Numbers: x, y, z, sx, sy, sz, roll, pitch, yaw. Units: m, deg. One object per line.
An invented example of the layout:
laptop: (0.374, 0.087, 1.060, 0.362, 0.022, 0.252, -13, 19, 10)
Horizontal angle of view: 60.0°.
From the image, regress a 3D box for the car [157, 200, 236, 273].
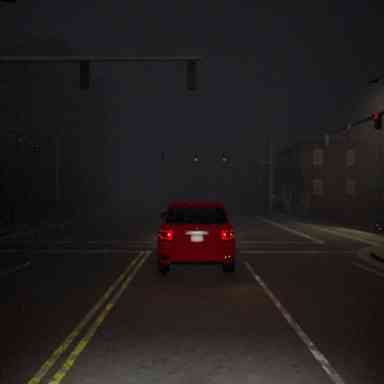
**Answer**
car: (0.116, 1.280, 10.984, 2.150, 2.045, 5.566, 0, -1, 0)

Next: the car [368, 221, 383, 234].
car: (15.820, 2.699, 24.822, 4.892, 1.490, 1.837, 9, 0, 0)
